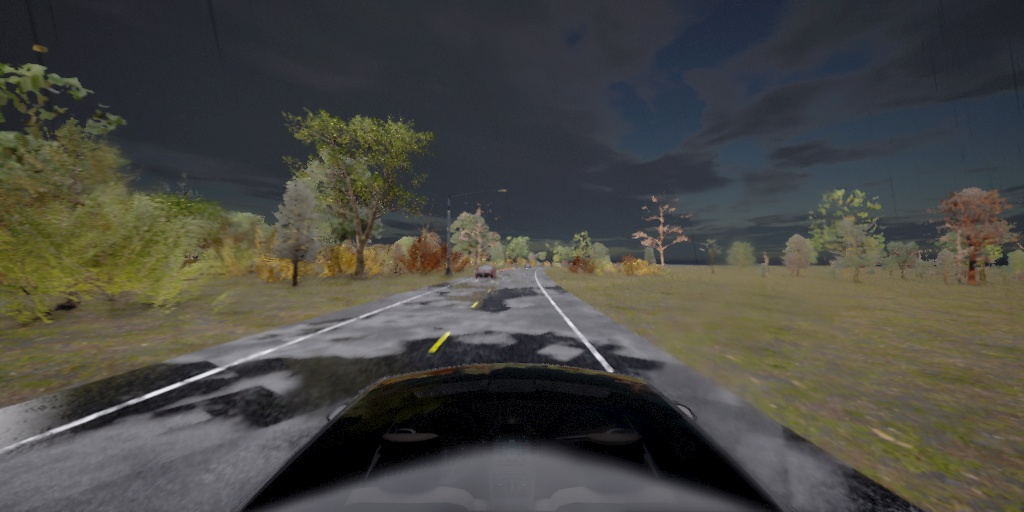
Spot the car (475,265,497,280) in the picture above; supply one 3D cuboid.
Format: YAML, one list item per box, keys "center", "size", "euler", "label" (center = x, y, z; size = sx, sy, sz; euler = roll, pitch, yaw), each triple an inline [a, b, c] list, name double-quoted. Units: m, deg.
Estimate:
- center: [-2.732, 1.686, 38.209]
  size: [1.882, 1.535, 5.008]
  euler: [0, -1, 3]
  label: "car"
